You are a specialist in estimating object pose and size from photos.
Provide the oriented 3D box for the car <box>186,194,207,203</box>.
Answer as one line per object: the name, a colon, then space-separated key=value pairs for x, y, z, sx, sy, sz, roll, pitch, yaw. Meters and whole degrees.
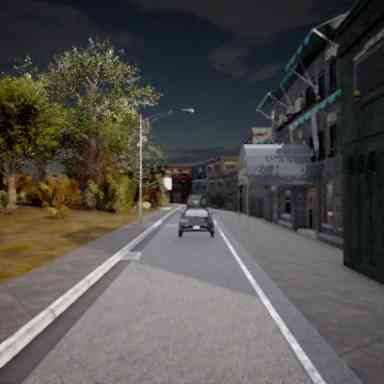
car: x=0.469 y=1.286 z=37.255 sx=2.150 sy=2.045 sz=5.566 roll=0 pitch=-1 yaw=1

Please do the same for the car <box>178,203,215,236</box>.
car: x=0.248 y=1.531 z=18.256 sx=1.812 sy=1.442 sz=4.674 roll=0 pitch=0 yaw=1
